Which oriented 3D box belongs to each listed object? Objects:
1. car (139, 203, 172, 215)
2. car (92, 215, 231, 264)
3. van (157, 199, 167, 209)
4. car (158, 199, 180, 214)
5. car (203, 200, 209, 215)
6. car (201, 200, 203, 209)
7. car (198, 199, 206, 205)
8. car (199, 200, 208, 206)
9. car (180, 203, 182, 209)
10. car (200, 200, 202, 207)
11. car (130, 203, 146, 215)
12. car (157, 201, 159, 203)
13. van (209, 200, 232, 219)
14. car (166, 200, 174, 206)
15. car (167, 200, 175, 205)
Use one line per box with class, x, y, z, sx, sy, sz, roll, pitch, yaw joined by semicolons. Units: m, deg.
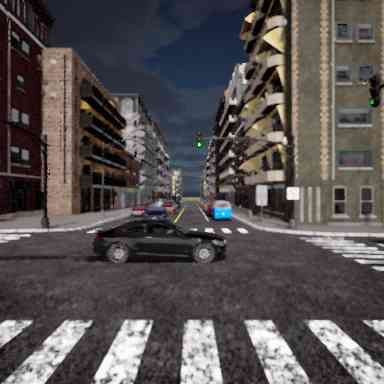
car;-3.089;1.951;29.206;1.994;1.385;4.181;0;-1;0
car;-1.138;1.685;11.857;4.674;1.442;1.812;0;-1;0
van;-5.836;2.262;65.069;1.690;1.788;3.998;-1;-1;0
car;-3.082;1.946;43.740;2.097;1.767;4.553;0;-1;0
car;2.726;1.818;37.406;2.192;1.841;5.009;-1;-1;0
car;2.689;2.192;48.611;1.752;1.417;4.829;-1;-1;0
car;2.757;2.810;92.611;1.967;1.590;4.097;-1;-1;0
car;2.764;2.751;81.569;1.947;1.339;4.313;-1;-1;0
car;-2.995;2.422;63.455;1.812;1.442;4.674;0;-1;0
car;2.688;2.189;53.965;1.967;1.590;4.097;-1;-1;0
car;-5.837;2.085;37.454;1.802;1.307;4.206;-1;-1;0
car;-5.836;2.149;42.975;1.947;1.339;4.313;-1;-1;0
van;2.815;1.766;31.909;1.690;1.788;3.998;-1;-1;0
car;-5.727;2.822;87.155;1.887;1.381;4.507;-1;-1;0
car;-5.737;2.921;92.677;2.008;1.369;4.403;-1;-1;0
